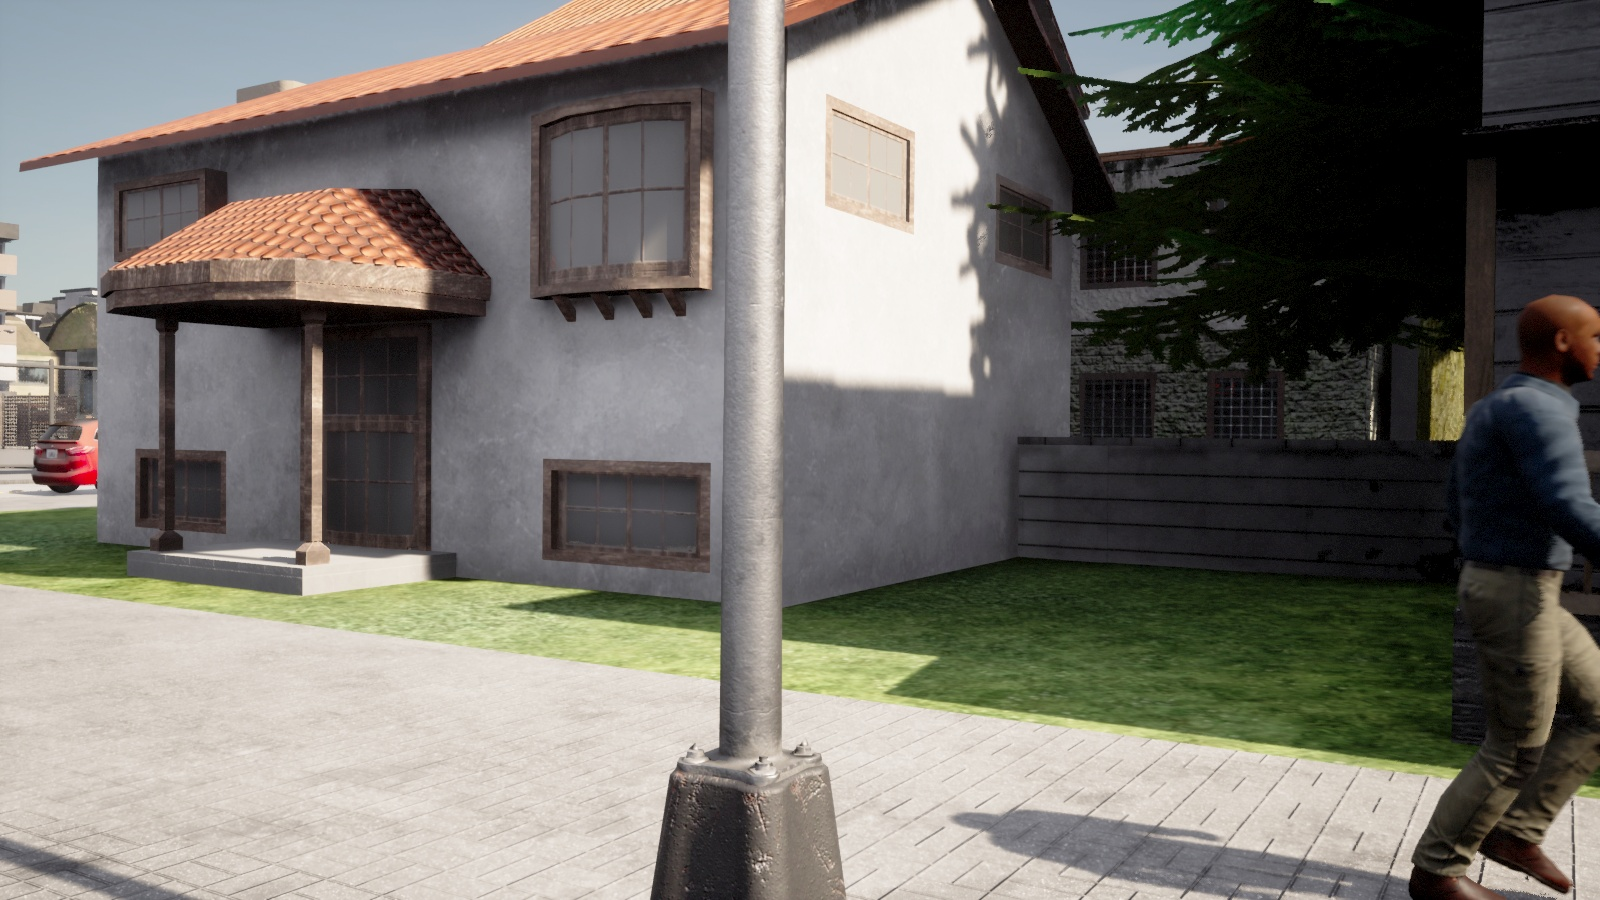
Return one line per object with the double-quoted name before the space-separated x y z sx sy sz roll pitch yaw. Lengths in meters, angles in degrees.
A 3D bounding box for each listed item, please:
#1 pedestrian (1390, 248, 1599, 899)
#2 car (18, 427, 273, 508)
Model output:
"pedestrian" 2.113 0.373 3.608 0.726 1.835 0.370 0 1 21
"car" -14.677 0.320 28.442 2.242 1.667 4.611 0 1 31
